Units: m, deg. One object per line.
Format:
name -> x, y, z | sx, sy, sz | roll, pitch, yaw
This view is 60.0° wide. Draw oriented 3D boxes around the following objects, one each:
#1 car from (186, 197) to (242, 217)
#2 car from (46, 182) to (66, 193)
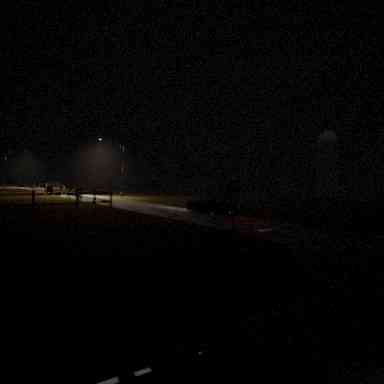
car -> 1.413, 0.998, 24.035 | 1.895, 1.301, 4.718 | 2, 1, -31
car -> -20.058, -0.736, 48.985 | 2.097, 1.767, 4.553 | 2, 1, -36
